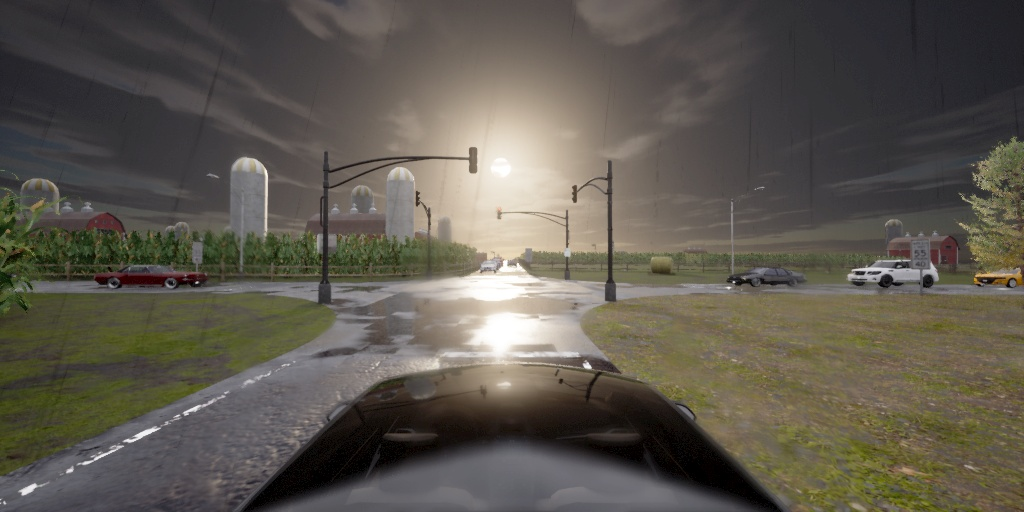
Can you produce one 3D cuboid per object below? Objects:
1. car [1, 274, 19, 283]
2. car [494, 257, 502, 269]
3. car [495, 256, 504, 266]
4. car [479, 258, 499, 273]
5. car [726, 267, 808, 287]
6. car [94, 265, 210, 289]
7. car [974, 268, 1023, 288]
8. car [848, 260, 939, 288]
[{"bbox_3d":[-30.607,1.024,19.463,5.357,1.411,2.033,0,-1,-3],"label":"car"},{"bbox_3d":[-2.872,1.325,52.524,1.812,1.442,4.674,0,0,0],"label":"car"},{"bbox_3d":[-2.891,1.295,62.545,1.882,1.535,5.008,0,0,0],"label":"car"},{"bbox_3d":[-2.818,1.312,43.367,1.812,1.442,4.674,0,0,-1],"label":"car"},{"bbox_3d":[18.675,1.525,26.296,5.357,1.411,2.033,1,-1,-8],"label":"car"},{"bbox_3d":[-19.936,1.163,20.073,4.718,1.301,1.895,0,-1,-4],"label":"car"},{"bbox_3d":[38.842,1.645,27.759,5.008,1.535,1.882,1,-1,-5],"label":"car"},{"bbox_3d":[28.660,1.291,27.005,5.566,2.045,2.150,1,-1,-4],"label":"car"}]
